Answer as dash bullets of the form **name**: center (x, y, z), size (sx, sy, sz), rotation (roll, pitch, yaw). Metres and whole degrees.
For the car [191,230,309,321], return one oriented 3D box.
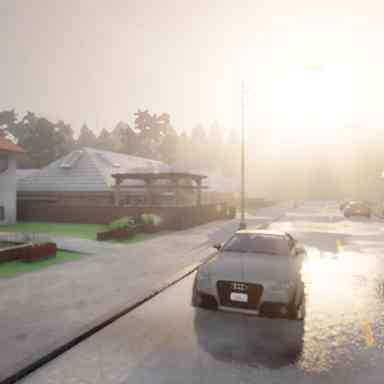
- **car**: center (1.505, 1.567, 7.382), size (1.994, 1.385, 4.181), rotation (0, 0, 21)

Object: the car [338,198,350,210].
- **car**: center (18.446, 1.530, 39.243), size (1.837, 1.490, 4.892), rotation (0, 0, 22)

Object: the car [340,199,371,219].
- **car**: center (14.753, 1.584, 29.858), size (1.994, 1.385, 4.181), rotation (0, 0, 22)
